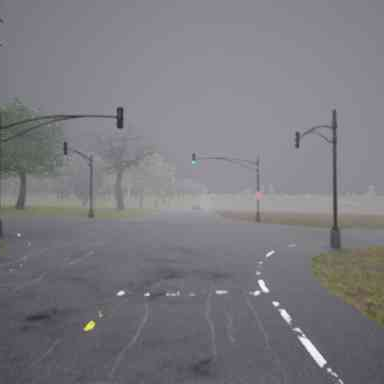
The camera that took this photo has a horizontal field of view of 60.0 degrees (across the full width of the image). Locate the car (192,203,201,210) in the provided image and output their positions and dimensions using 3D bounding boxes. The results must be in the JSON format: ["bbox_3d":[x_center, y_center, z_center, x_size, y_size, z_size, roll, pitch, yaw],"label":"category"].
[{"bbox_3d":[1.018,3.299,74.228,1.994,1.385,4.181,0,-2,1],"label":"car"}]

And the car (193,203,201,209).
[{"bbox_3d":[1.240,3.563,84.263,1.837,1.490,4.892,0,-3,1],"label":"car"}]
